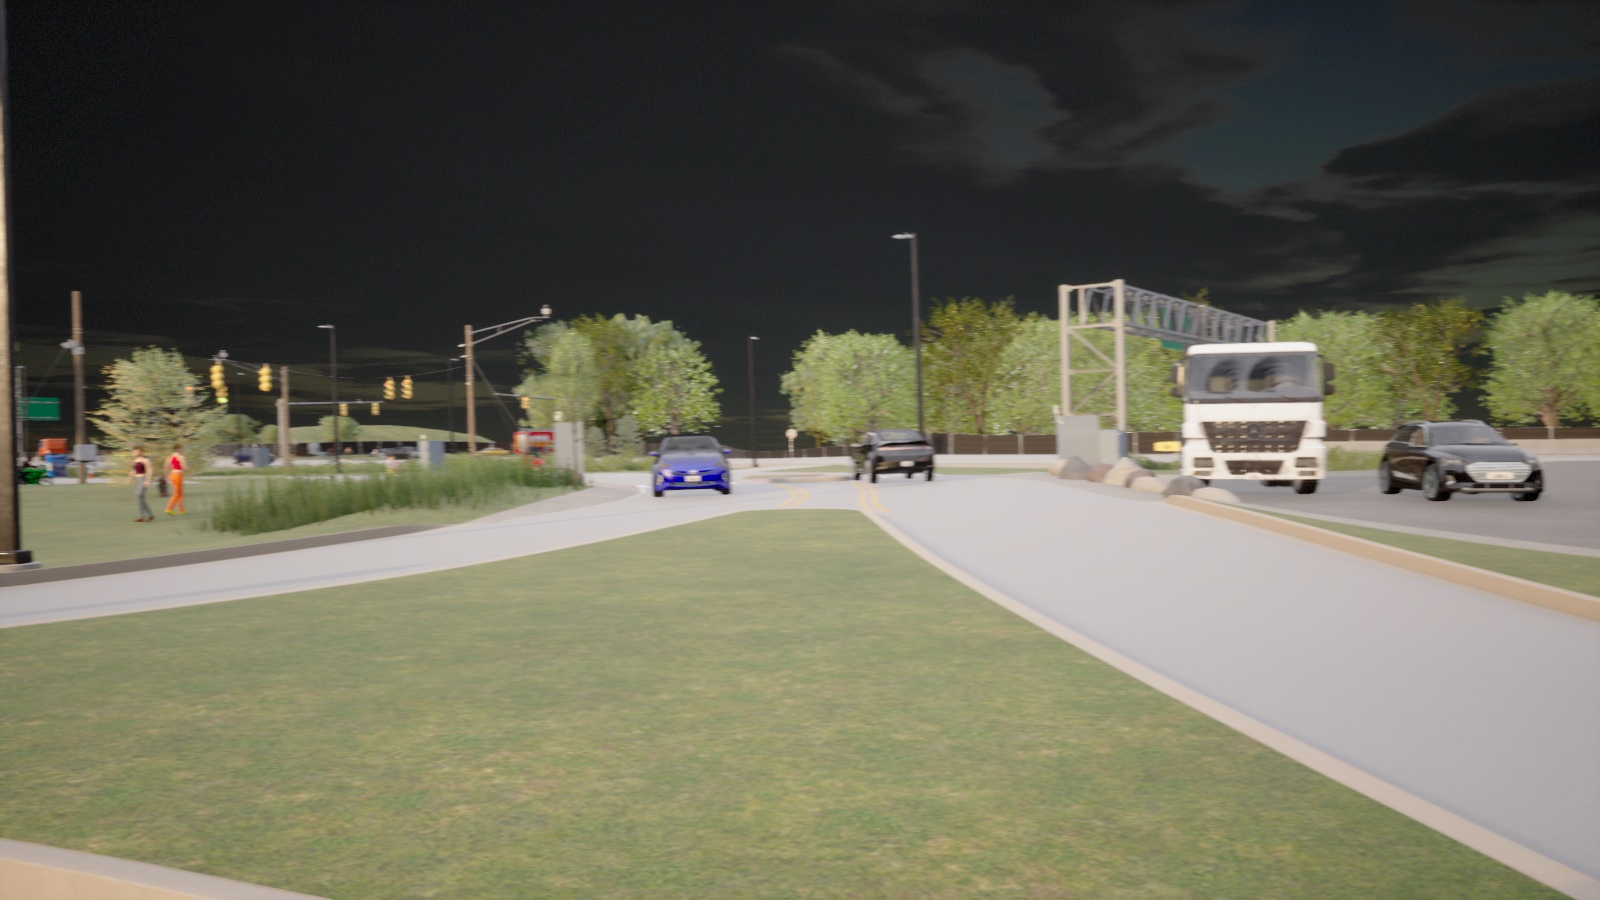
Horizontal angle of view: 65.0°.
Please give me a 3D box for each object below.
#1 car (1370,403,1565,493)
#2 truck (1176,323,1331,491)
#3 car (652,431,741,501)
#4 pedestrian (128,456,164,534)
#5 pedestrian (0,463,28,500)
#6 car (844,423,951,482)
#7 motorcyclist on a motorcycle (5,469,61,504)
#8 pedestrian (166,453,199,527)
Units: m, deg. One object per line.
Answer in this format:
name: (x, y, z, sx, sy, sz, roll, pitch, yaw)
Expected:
car: (13.615, -0.070, 25.988, 2.033, 1.649, 4.856, -1, 1, 9)
truck: (10.718, -0.959, 30.393, 2.891, 3.462, 7.936, -1, 1, 16)
car: (-2.682, 0.365, 31.676, 2.007, 1.525, 4.514, -3, 1, -7)
pedestrian: (-15.634, 1.078, 30.037, 0.345, 1.836, 0.594, -3, -1, 31)
pedestrian: (-41.500, 1.656, 66.199, 0.900, 1.855, 0.874, -3, -1, 17)
car: (2.720, 0.064, 36.421, 2.128, 1.511, 4.902, -3, 0, -7)
motorcyclist on a motorcycle: (-35.944, 1.699, 58.870, 2.044, 1.523, 0.797, -4, 0, -42)
pedestrian: (-15.755, 1.016, 32.036, 0.345, 1.836, 0.594, -3, -1, 27)
